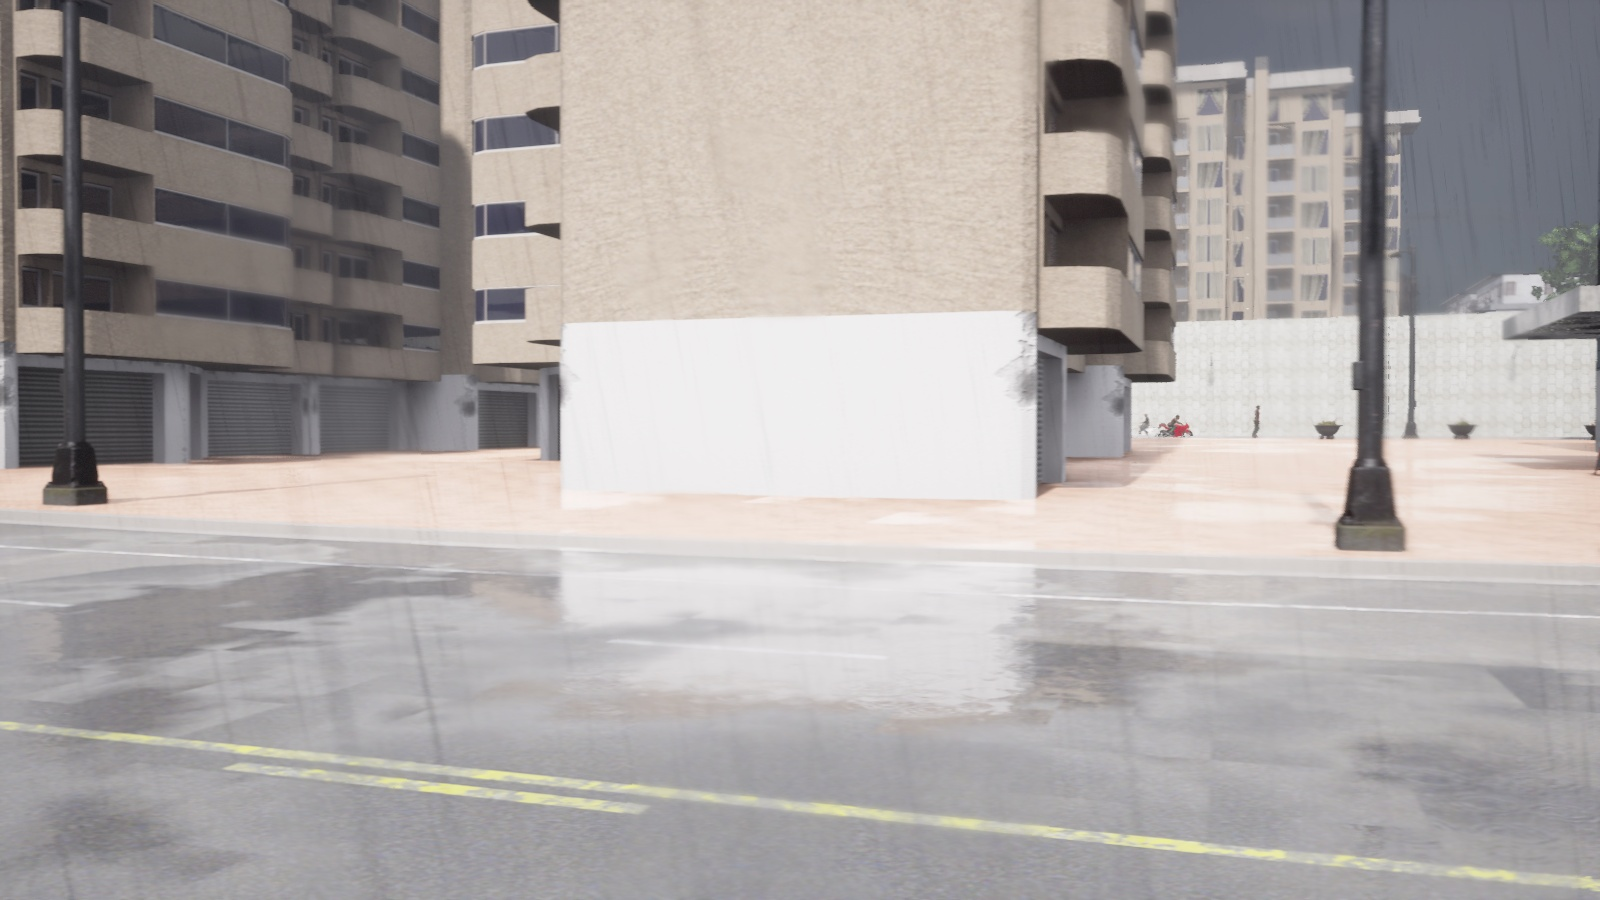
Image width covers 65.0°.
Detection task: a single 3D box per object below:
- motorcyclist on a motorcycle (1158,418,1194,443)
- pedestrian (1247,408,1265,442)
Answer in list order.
[{"bbox_3d":[22.649,-1.185,75.656,2.044,1.523,0.797,1,1,20],"label":"motorcyclist on a motorcycle"},{"bbox_3d":[24.814,-1.363,68.353,0.869,1.805,0.328,1,1,28],"label":"pedestrian"}]
